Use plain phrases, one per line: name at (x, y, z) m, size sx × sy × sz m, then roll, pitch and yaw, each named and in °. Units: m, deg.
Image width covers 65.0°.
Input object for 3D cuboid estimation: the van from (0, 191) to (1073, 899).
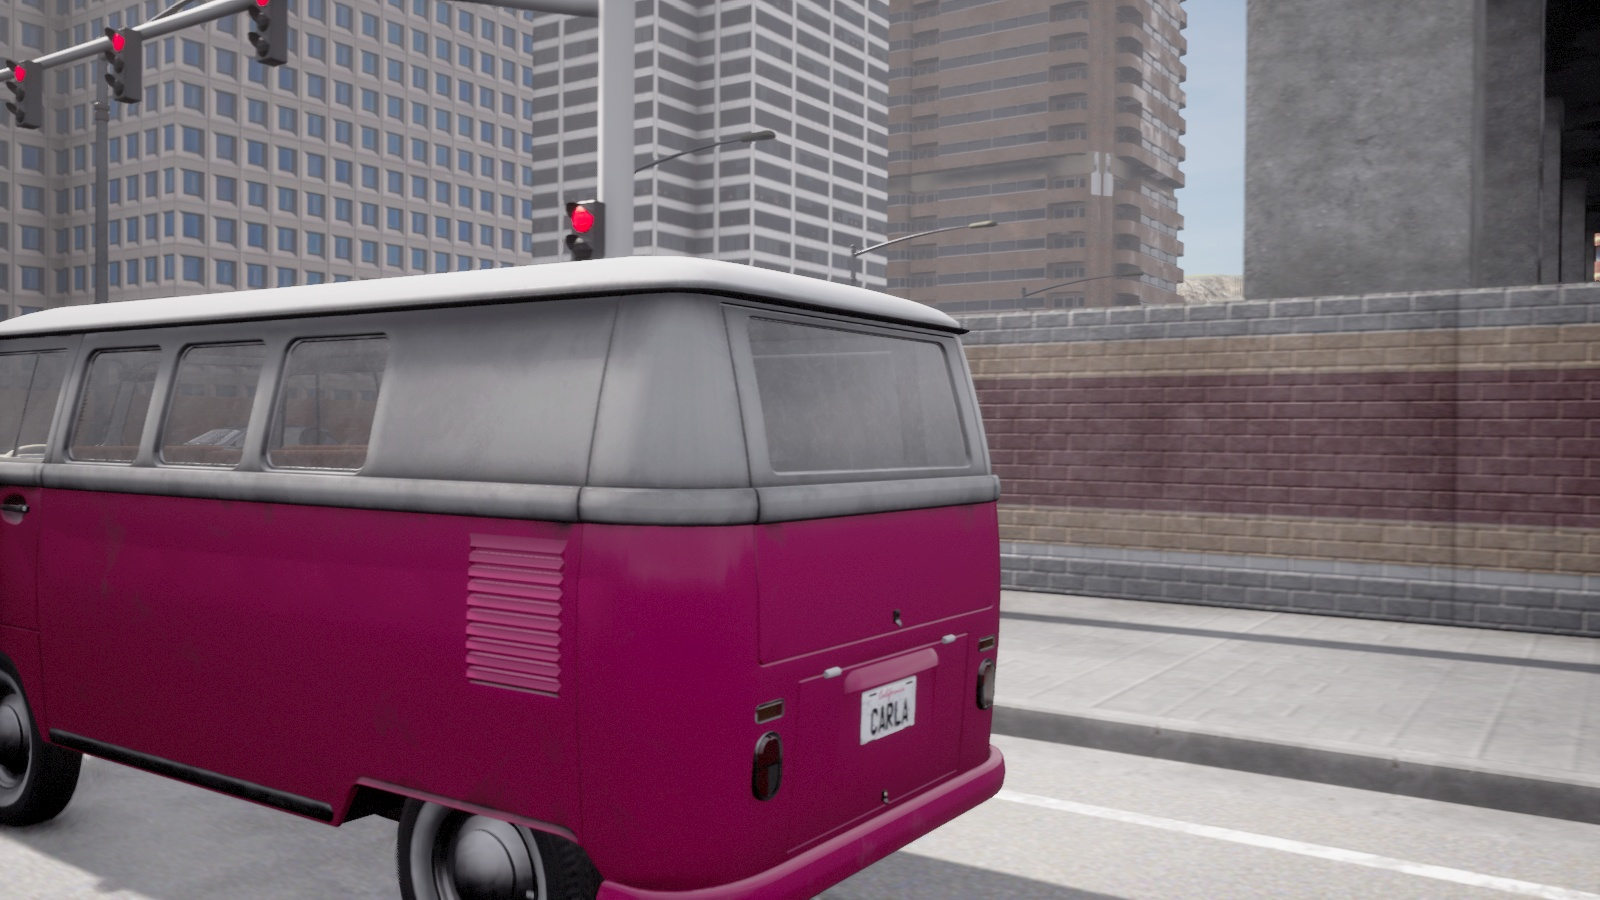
van at (-1.457, 0.441, 4.588) m, size 4.442 × 1.987 × 1.775 m, roll 0°, pitch 1°, yaw 34°
